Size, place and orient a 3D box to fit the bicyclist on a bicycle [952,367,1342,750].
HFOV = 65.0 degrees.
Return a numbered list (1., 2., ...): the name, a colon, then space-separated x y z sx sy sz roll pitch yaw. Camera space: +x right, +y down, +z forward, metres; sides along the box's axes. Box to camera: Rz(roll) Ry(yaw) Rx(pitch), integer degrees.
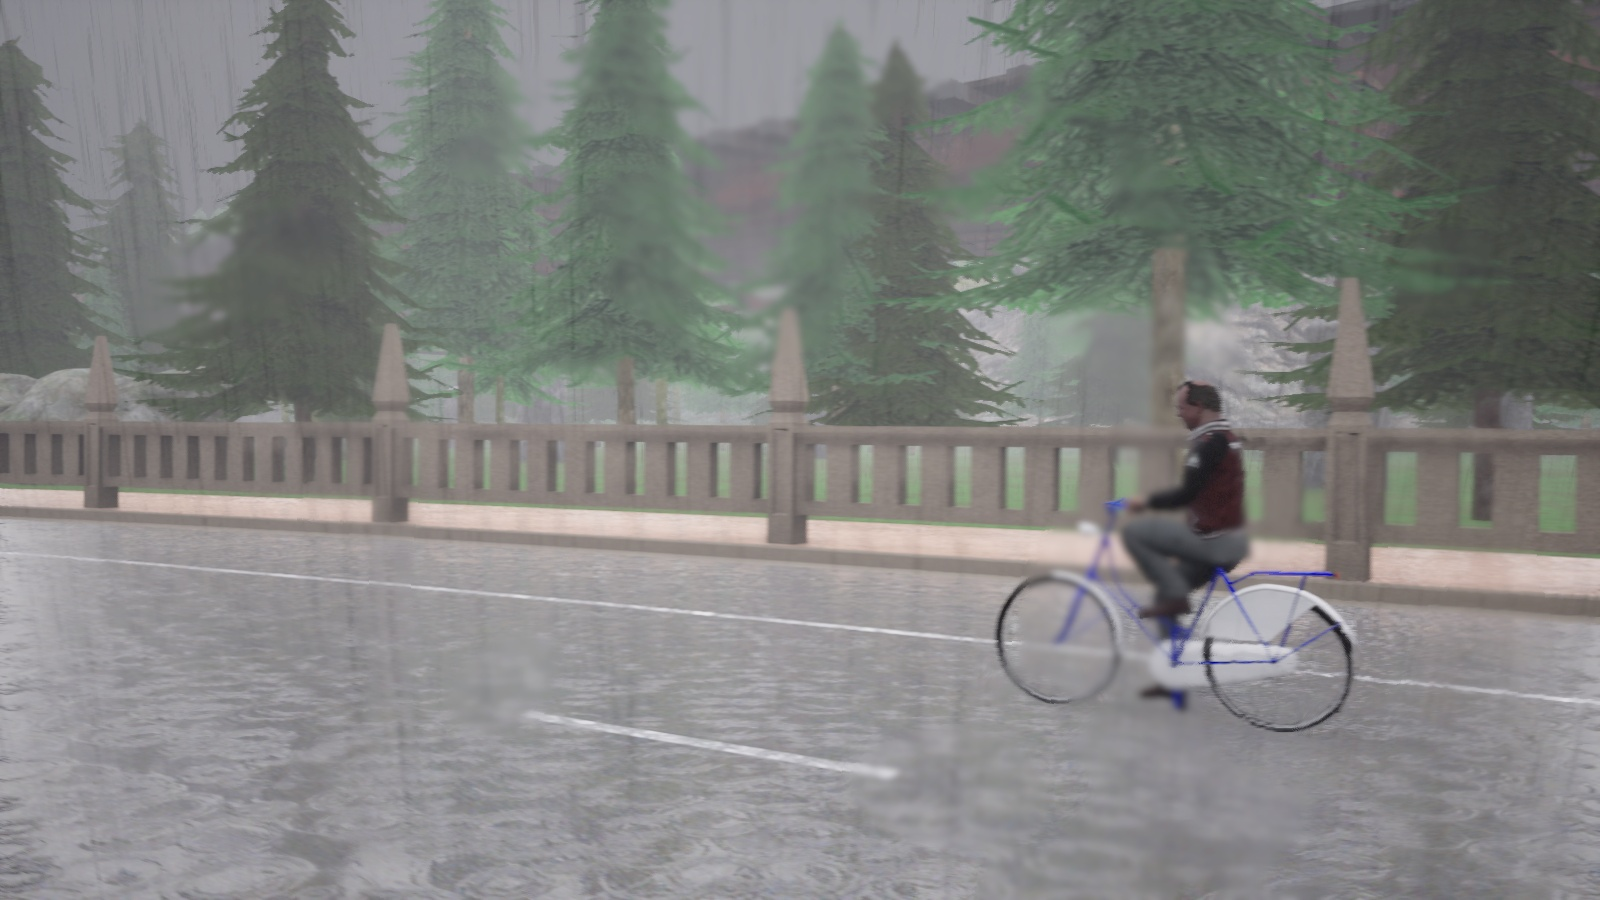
1. bicyclist on a bicycle: 1.788 0.492 6.567 1.843 1.776 0.659 0 2 31
